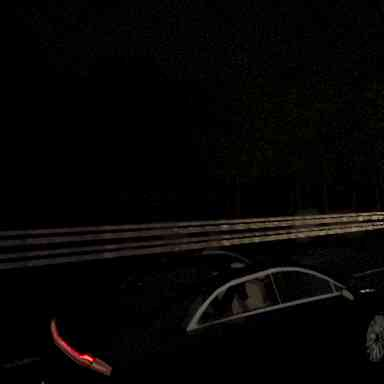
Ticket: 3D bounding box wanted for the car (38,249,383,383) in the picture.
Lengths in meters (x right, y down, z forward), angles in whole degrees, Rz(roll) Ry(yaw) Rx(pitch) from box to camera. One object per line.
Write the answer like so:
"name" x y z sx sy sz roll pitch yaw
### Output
"car" 0.726 1.519 4.264 4.902 1.511 2.128 1 0 -35
